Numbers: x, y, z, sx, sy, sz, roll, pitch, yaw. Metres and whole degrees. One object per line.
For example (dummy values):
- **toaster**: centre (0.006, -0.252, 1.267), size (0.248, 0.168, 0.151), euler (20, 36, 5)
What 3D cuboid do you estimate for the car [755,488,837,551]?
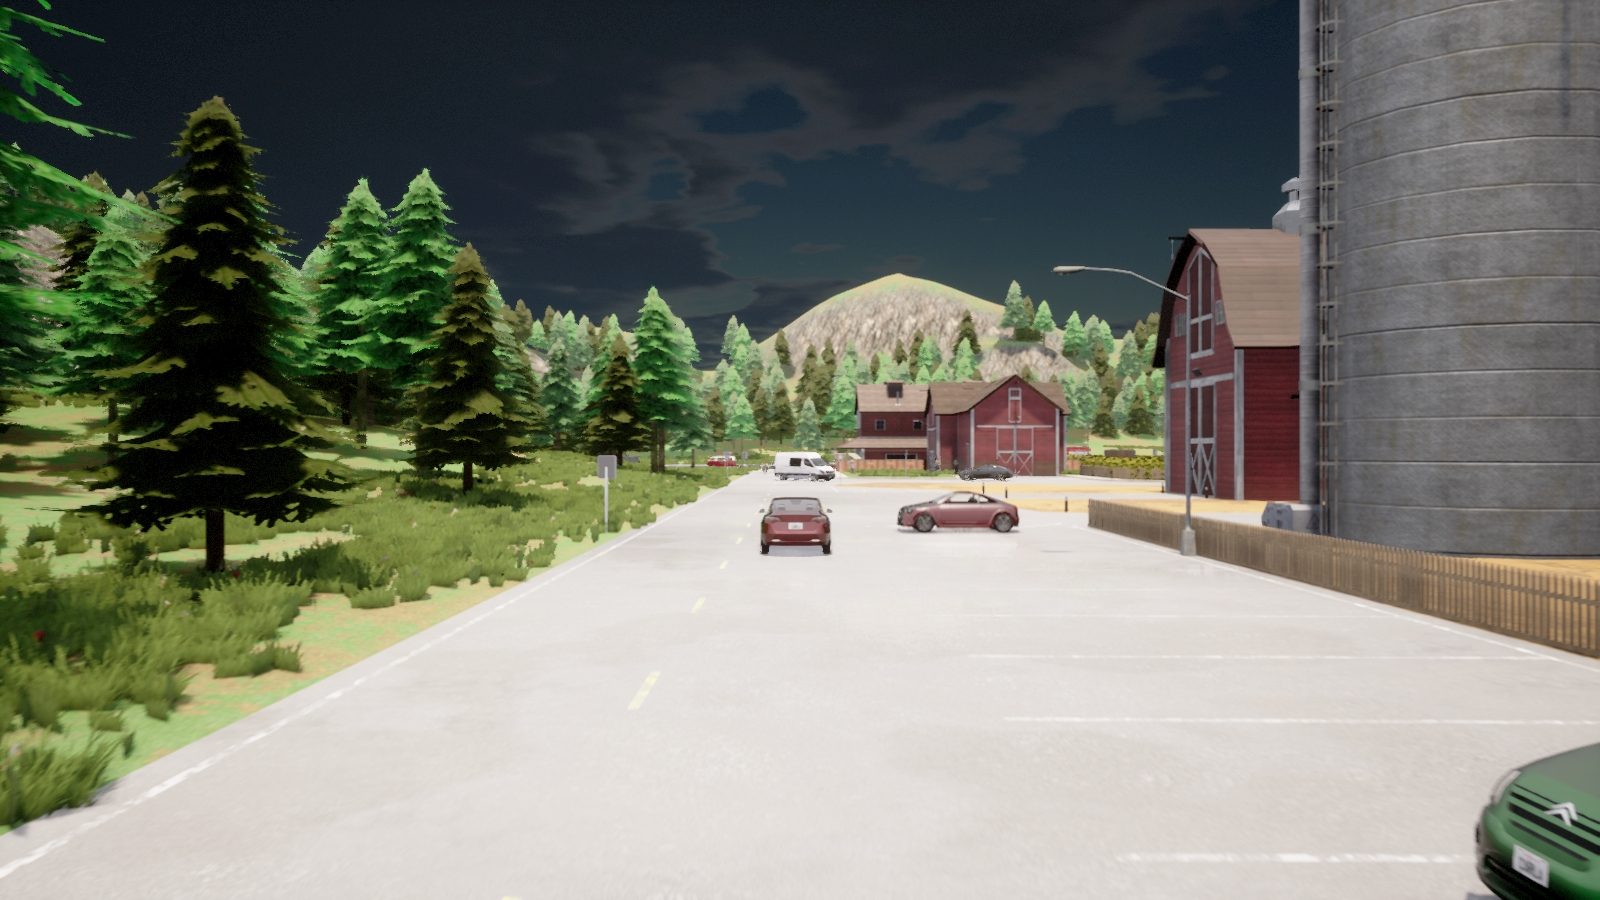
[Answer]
- **car**: centre (-0.122, 1.923, 32.655), size (2.163, 1.488, 4.792), euler (0, 0, 0)
